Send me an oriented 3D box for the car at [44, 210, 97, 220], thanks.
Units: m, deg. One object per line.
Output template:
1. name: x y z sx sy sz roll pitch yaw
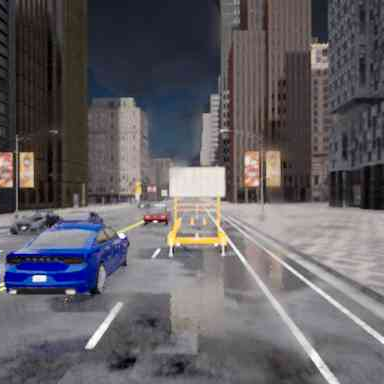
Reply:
1. car: -6.318 1.801 18.919 1.812 1.442 4.674 0 -1 1

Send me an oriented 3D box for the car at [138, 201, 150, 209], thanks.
1. car: -8.917 2.471 62.298 2.128 1.511 4.902 0 -1 1

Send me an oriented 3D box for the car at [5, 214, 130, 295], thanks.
1. car: -3.003 1.609 9.105 1.882 1.535 5.008 0 -1 1

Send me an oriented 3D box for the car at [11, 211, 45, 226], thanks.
1. car: -9.543 1.877 20.908 1.994 1.385 4.181 0 -1 1

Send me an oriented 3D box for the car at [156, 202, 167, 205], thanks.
1. car: -5.684 2.553 61.335 1.895 1.301 4.718 0 -1 1

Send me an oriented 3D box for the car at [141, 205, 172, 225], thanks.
1. car: -2.751 1.987 27.510 1.895 1.301 4.718 0 -1 1

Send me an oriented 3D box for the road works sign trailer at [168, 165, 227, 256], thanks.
1. road works sign trailer: 0.221 0.652 14.086 2.380 3.560 2.880 0 -1 1
